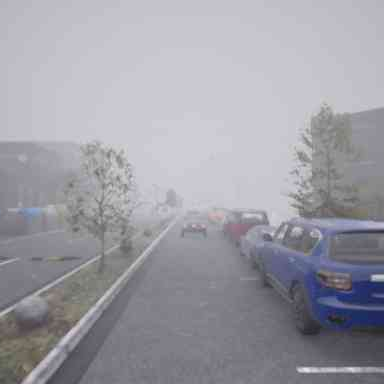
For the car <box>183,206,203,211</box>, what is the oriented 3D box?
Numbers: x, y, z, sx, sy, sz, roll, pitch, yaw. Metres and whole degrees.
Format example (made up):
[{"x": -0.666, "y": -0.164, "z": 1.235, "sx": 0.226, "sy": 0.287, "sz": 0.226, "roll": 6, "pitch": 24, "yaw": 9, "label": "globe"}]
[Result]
[{"x": 0.137, "y": 2.888, "z": 42.478, "sx": 1.837, "sy": 1.490, "sz": 4.892, "roll": 0, "pitch": -3, "yaw": 0, "label": "car"}]

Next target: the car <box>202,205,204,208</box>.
[{"x": 3.044, "y": 3.029, "z": 51.827, "sx": 2.185, "sy": 1.767, "sz": 4.553, "roll": 0, "pitch": -2, "yaw": 0, "label": "car"}]

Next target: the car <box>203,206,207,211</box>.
[{"x": 3.039, "y": 3.020, "z": 46.331, "sx": 2.002, "sy": 1.452, "sz": 4.674, "roll": 0, "pitch": -2, "yaw": 0, "label": "car"}]

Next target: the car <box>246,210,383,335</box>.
[{"x": 3.001, "y": 1.592, "z": 7.614, "sx": 2.435, "sy": 2.045, "sz": 5.566, "roll": 0, "pitch": -1, "yaw": 0, "label": "car"}]

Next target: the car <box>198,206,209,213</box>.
[{"x": 2.719, "y": 4.115, "z": 79.358, "sx": 2.097, "sy": 1.535, "sz": 5.008, "roll": 0, "pitch": -2, "yaw": -2, "label": "car"}]

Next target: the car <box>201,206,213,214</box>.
[{"x": 3.052, "y": 3.694, "z": 68.275, "sx": 2.231, "sy": 1.521, "sz": 4.892, "roll": 0, "pitch": -2, "yaw": 0, "label": "car"}]

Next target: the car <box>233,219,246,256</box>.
[{"x": 3.007, "y": 2.029, "z": 13.092, "sx": 2.002, "sy": 1.452, "sz": 4.674, "roll": 0, "pitch": -1, "yaw": 0, "label": "car"}]

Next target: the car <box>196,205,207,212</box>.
[{"x": 2.376, "y": 4.203, "z": 84.872, "sx": 2.185, "sy": 1.767, "sz": 4.553, "roll": 0, "pitch": -2, "yaw": -3, "label": "car"}]

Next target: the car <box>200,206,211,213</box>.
[{"x": 2.945, "y": 3.942, "z": 73.817, "sx": 2.002, "sy": 1.452, "sz": 4.674, "roll": 0, "pitch": -2, "yaw": -1, "label": "car"}]

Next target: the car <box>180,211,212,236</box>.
[{"x": 0.120, "y": 2.392, "z": 24.696, "sx": 2.033, "sy": 1.411, "sz": 5.357, "roll": 0, "pitch": -2, "yaw": 0, "label": "car"}]

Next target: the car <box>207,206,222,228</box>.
[{"x": 3.028, "y": 2.504, "z": 35.145, "sx": 2.185, "sy": 1.767, "sz": 4.553, "roll": 0, "pitch": -2, "yaw": 0, "label": "car"}]

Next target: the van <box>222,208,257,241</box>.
[{"x": 3.012, "y": 1.920, "z": 18.740, "sx": 1.878, "sy": 1.987, "sz": 4.442, "roll": 0, "pitch": -2, "yaw": 0, "label": "van"}]
